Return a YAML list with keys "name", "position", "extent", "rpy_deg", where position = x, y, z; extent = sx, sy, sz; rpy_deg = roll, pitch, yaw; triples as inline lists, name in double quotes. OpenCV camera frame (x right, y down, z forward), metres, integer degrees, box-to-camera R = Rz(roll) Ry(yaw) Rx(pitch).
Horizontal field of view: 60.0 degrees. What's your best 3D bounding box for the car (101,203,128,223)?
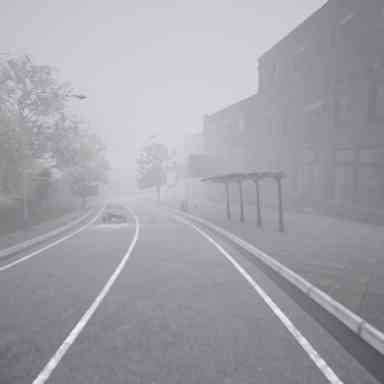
- name: "car"
  position: [-6.232, 1.631, 26.975]
  extent: [2.033, 1.411, 5.357]
  rpy_deg: [-1, 0, -11]
